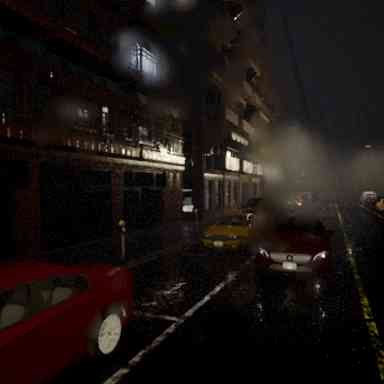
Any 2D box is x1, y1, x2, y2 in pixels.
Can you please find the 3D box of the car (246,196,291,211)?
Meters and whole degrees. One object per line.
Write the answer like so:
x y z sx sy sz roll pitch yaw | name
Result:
4.039 1.183 18.910 2.192 1.841 5.009 -1 0 23 | car

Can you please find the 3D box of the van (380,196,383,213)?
16.048 1.039 25.850 1.690 1.788 3.998 -1 0 23 | van

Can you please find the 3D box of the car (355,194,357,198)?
26.825 1.002 51.480 1.752 1.417 4.829 -1 0 23 | car

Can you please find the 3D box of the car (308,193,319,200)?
25.461 0.993 69.855 1.947 1.339 4.313 -1 0 23 | car

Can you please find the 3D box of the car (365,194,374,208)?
20.335 1.173 36.040 1.947 1.339 4.313 -1 0 23 | car

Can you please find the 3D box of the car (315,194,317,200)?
19.036 1.135 54.572 1.802 1.307 4.206 -1 0 23 | car

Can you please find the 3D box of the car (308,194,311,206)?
12.611 1.249 39.288 1.947 1.339 4.313 -1 0 23 | car

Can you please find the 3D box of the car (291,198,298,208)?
6.185 1.371 24.005 2.008 1.369 4.403 -1 0 23 | car

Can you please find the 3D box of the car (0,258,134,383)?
-2.382 1.558 3.627 1.887 1.381 4.507 -1 0 23 | car

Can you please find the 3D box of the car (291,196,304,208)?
8.327 1.324 29.100 2.008 1.369 4.403 -1 0 23 | car

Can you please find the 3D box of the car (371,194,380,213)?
18.258 1.176 31.101 1.752 1.417 4.829 -1 0 23 | car

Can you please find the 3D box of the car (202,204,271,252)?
1.835 1.442 13.660 1.752 1.417 4.829 -1 0 23 | car

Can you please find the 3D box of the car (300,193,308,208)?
10.466 1.168 34.193 1.967 1.590 4.097 -1 0 23 | car

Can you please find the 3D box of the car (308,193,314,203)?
14.752 1.184 44.383 1.887 1.381 4.507 -1 0 23 | car

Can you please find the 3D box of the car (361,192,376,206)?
22.475 1.004 41.134 1.967 1.590 4.097 -1 0 23 | car

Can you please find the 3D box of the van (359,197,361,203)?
24.615 0.861 46.230 1.690 1.788 3.998 -1 0 23 | van

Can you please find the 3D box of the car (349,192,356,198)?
39.612 0.776 81.891 1.887 1.381 4.507 -1 0 23 | car

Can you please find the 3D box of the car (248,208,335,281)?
3.181 1.445 9.908 1.812 1.442 4.674 -1 0 23 | car

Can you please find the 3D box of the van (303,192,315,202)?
16.890 0.937 49.478 1.690 1.788 3.998 -1 0 23 | van
